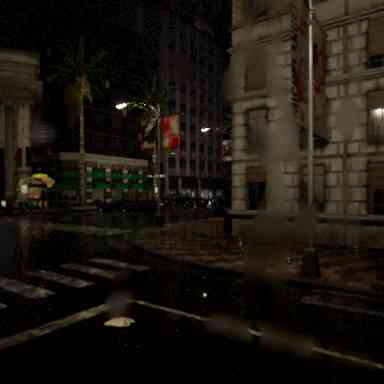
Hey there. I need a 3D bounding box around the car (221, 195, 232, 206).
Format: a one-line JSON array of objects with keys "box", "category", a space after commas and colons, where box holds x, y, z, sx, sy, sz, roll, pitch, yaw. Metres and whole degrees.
[{"box": [7.185, 1.563, 51.624, 4.718, 1.301, 1.895, 0, 0, -43], "category": "car"}]

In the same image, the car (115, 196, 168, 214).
[{"box": [-5.344, 1.507, 35.927, 2.033, 1.411, 5.357, 0, 0, 36], "category": "car"}]

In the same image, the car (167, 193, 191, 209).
[{"box": [-2.161, 1.176, 46.075, 2.150, 2.045, 5.566, 0, 0, 38], "category": "car"}]

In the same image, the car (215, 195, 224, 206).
[{"box": [4.267, 1.308, 53.660, 4.553, 1.767, 2.097, 0, 0, -45], "category": "car"}]

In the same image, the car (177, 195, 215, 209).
[{"box": [0.570, 1.466, 43.865, 1.837, 1.490, 4.892, 0, 0, 38], "category": "car"}]

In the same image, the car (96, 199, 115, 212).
[{"box": [-8.239, 1.502, 37.894, 2.033, 1.411, 5.357, 0, 0, 36], "category": "car"}]
